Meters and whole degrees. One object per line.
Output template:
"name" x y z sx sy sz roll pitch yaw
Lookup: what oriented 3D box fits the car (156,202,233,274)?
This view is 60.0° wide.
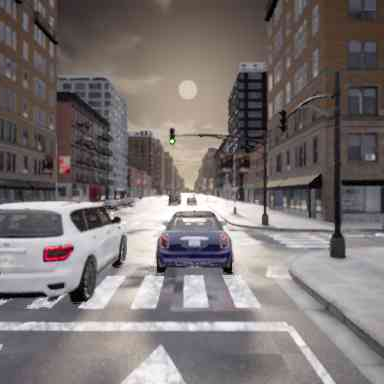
"car" 0.074 1.359 10.793 2.097 1.767 4.553 0 0 0

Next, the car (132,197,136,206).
"car" -9.868 1.539 51.207 1.837 1.490 4.892 0 0 0

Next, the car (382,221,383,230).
"car" 12.708 1.560 17.528 4.892 1.490 1.837 0 0 2

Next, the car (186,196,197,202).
"car" -0.049 1.531 60.880 2.128 1.511 4.902 0 0 0

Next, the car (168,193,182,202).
"car" -3.212 1.261 61.626 2.150 2.045 5.566 0 0 0

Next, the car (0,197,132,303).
"car" -3.154 1.230 8.337 2.150 2.045 5.566 0 0 0

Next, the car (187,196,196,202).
"car" -0.057 1.511 71.330 1.895 1.301 4.718 0 0 0

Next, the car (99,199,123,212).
"car" -9.894 1.593 40.804 1.994 1.385 4.181 0 0 -1

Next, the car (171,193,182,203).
"car" -3.307 1.270 72.016 2.150 2.045 5.566 0 0 0

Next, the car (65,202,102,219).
"car" -9.874 1.624 30.774 1.895 1.301 4.718 0 0 0
